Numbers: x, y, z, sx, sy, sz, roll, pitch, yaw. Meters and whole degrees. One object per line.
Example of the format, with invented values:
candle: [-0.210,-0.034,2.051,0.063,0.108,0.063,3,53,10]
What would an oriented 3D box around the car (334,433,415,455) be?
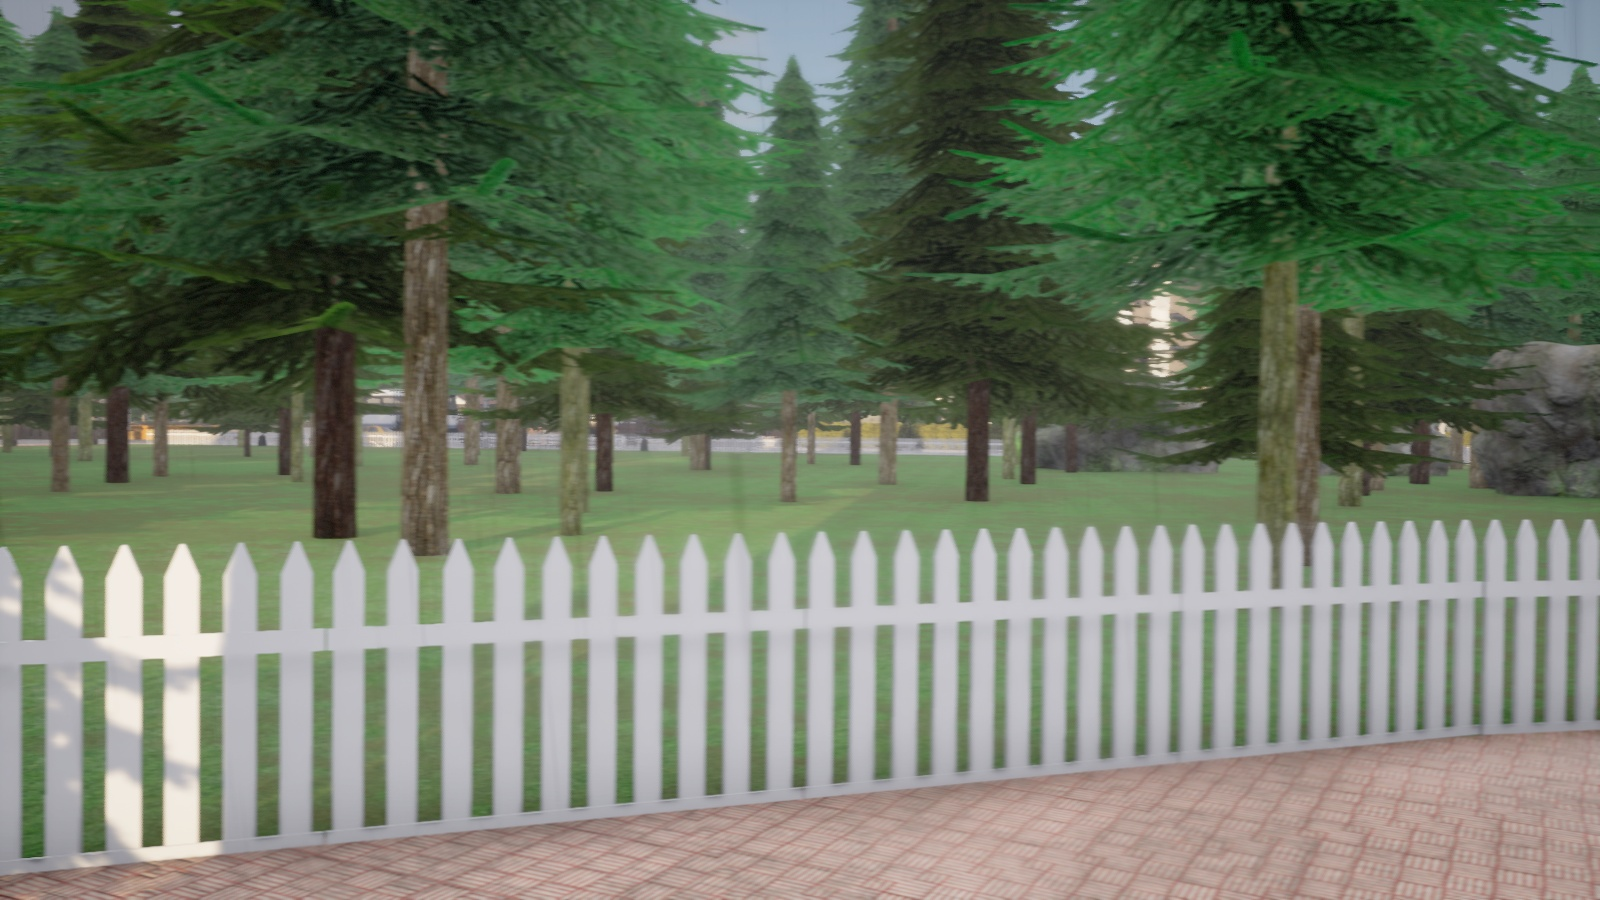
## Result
car: [-31.147,-0.448,91.954,5.366,1.575,1.801,0,1,10]

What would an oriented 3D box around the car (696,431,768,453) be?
car: [-4.702,-0.557,87.092,4.674,1.442,1.812,0,1,10]
